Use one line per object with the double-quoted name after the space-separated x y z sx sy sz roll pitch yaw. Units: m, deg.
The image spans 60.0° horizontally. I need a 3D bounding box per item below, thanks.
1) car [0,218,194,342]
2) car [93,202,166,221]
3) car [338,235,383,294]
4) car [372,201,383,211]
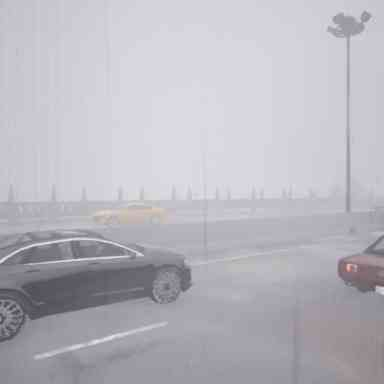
-2.222 1.492 6.459 4.902 1.511 2.128 0 0 -35 "car"
-4.155 1.481 22.519 5.008 1.535 1.882 0 0 -35 "car"
5.480 1.603 7.651 4.718 1.301 1.895 0 0 -35 "car"
22.245 1.595 37.017 5.357 1.411 2.033 0 0 -35 "car"
